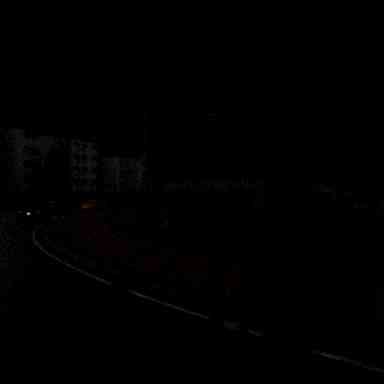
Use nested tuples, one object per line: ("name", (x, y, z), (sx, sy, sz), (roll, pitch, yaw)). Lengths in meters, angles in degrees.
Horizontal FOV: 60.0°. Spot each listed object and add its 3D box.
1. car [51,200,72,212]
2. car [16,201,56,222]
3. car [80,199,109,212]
("car", (-16.502, 1.710, 40.847), (1.812, 1.442, 4.674), (0, 0, 8))
("car", (-13.144, 1.684, 27.977), (1.994, 1.385, 4.181), (0, 0, -10))
("car", (-12.498, 1.687, 43.085), (1.882, 1.535, 5.008), (0, 0, 12))
